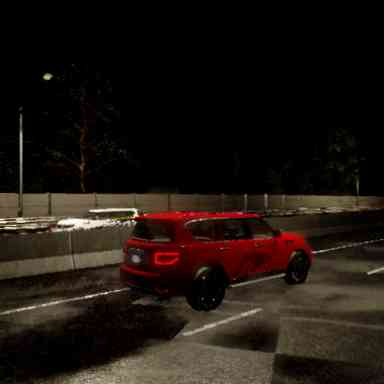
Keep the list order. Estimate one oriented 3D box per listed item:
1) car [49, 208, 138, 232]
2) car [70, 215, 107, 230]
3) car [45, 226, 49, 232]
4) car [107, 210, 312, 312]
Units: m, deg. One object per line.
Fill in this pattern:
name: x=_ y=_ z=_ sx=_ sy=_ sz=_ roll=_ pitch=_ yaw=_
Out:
car: x=-5.868 y=2.104 z=21.584 sx=5.566 sy=2.045 sz=2.150 roll=1 pitch=-3 yaw=-39
car: x=-3.863 y=2.239 z=18.689 sx=4.902 sy=1.511 sz=2.128 roll=1 pitch=-3 yaw=-39
car: x=-8.356 y=2.574 z=24.046 sx=4.181 sy=1.385 sz=1.994 roll=1 pitch=-3 yaw=-39
car: x=0.885 y=1.536 z=8.763 sx=5.566 sy=2.045 sz=2.150 roll=1 pitch=-3 yaw=-39
